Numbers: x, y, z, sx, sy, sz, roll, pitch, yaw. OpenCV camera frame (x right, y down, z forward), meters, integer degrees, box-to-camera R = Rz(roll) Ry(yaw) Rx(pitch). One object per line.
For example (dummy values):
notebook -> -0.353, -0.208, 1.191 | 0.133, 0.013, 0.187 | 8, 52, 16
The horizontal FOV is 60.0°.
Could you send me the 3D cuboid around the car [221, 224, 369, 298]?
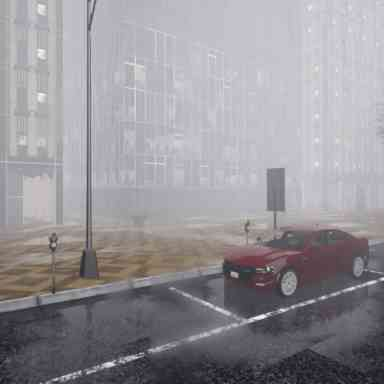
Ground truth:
car -> 2.752, 1.545, 8.502 | 4.507, 1.381, 1.887 | 0, 0, -35
